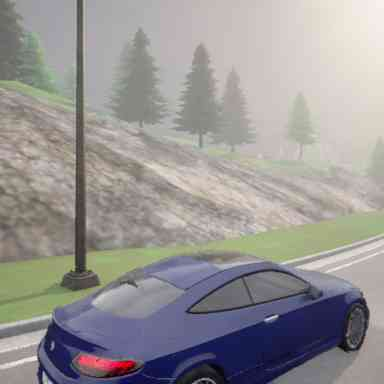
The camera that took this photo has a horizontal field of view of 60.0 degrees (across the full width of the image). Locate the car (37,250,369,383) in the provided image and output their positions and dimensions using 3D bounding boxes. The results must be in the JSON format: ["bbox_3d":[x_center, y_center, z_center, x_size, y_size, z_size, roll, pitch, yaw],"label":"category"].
[{"bbox_3d":[0.520,1.526,4.402,4.674,1.442,1.812,0,0,-38],"label":"car"}]
